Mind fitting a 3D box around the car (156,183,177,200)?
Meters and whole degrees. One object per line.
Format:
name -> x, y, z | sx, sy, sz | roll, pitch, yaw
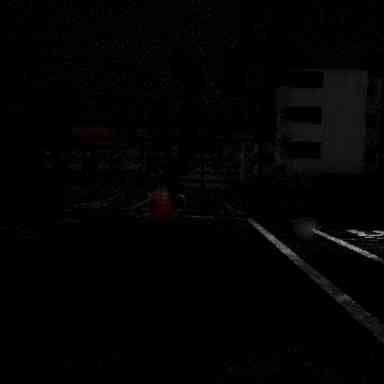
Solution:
car -> -2.550, -0.100, 33.251 | 1.837, 1.490, 4.892 | 2, 3, -3
